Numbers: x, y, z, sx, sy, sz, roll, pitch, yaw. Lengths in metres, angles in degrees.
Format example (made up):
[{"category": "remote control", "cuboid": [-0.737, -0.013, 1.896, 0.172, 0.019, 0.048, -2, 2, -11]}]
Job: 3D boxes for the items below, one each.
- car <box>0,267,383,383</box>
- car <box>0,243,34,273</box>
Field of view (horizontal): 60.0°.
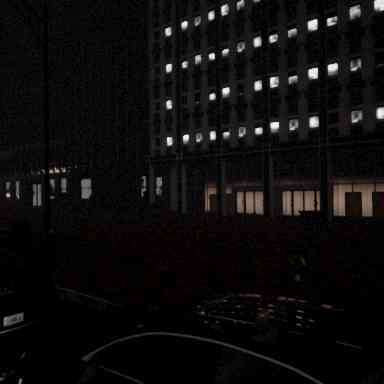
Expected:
[{"category": "car", "cuboid": [0.271, 1.550, 2.695, 4.403, 1.369, 2.008, 0, -1, 36]}, {"category": "car", "cuboid": [-4.261, 1.548, 5.929, 4.403, 1.369, 2.008, 0, -1, 36]}]
